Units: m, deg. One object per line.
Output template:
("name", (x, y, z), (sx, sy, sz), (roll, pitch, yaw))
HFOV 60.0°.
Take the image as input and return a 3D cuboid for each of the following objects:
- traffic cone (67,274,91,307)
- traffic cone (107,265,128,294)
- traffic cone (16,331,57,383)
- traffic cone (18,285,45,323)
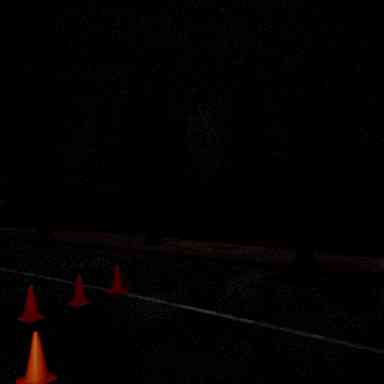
("traffic cone", (-2.303, 1.979, 6.798), (0.340, 0.580, 0.340), (0, 0, 36))
("traffic cone", (-1.712, 1.977, 7.605), (0.340, 0.580, 0.340), (0, 0, 36))
("traffic cone", (-1.873, 1.971, 4.003), (0.340, 0.580, 0.340), (0, 0, 36))
("traffic cone", (-2.895, 1.980, 5.992), (0.340, 0.580, 0.340), (0, 0, 36))
